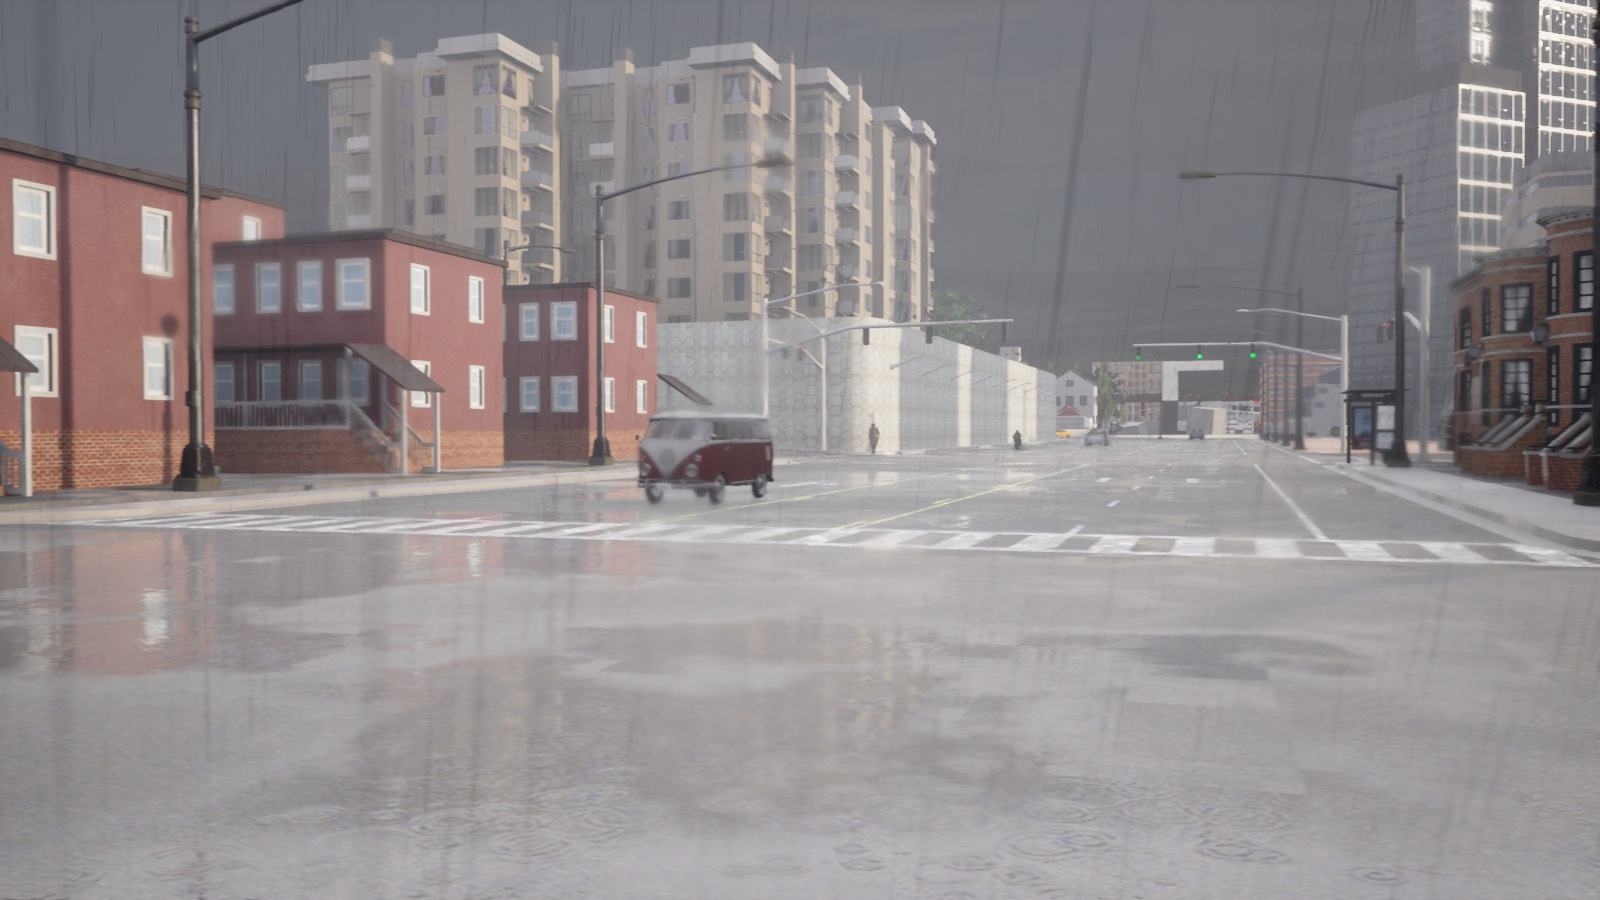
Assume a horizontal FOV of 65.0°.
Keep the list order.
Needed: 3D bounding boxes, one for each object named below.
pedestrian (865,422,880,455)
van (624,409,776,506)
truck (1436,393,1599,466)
[{"bbox_3d":[4.339,-0.682,75.224,0.659,1.952,0.873,1,1,19],"label":"pedestrian"},{"bbox_3d":[-2.128,0.121,28.111,1.775,1.987,4.442,1,1,19],"label":"van"},{"bbox_3d":[35.604,-1.000,61.125,7.936,3.462,2.891,1,1,18],"label":"truck"}]
